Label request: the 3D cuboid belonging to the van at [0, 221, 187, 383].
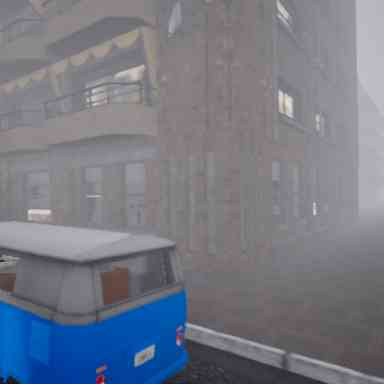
[{"bbox_3d":[-1.962,1.342,4.293,3.998,1.788,1.690,0,-1,36],"label":"van"}]
